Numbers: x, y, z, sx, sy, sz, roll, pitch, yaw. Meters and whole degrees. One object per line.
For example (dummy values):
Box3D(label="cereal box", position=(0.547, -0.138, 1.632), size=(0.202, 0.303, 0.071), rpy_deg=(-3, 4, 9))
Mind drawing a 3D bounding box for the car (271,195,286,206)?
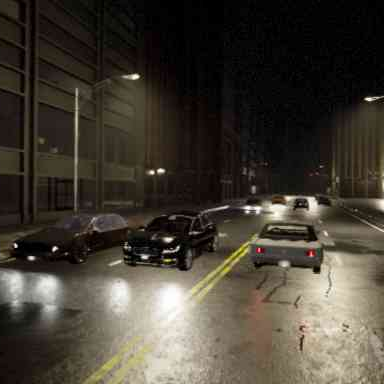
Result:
Box3D(label="car", position=(13.366, 1.279, 51.230), size=(1.882, 1.535, 5.008), rpy_deg=(1, 1, 19))

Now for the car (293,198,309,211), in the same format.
Box3D(label="car", position=(13.204, 1.441, 40.222), size=(2.033, 1.411, 5.357), rpy_deg=(1, 0, 19))

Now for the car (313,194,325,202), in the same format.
Box3D(label="car", position=(27.293, 1.258, 71.694), size=(2.128, 1.511, 4.902), rpy_deg=(1, 1, 19))

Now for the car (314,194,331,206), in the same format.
Box3D(label="car", position=(20.890, 1.432, 52.714), size=(1.994, 1.385, 4.181), rpy_deg=(1, 1, 19))

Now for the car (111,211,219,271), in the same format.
Box3D(label="car", position=(-0.449, 1.444, 10.942), size=(1.837, 1.490, 4.892), rpy_deg=(1, 0, 19))

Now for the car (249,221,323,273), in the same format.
Box3D(label="car", position=(3.142, 1.583, 10.784), size=(1.895, 1.301, 4.718), rpy_deg=(1, 0, 19))

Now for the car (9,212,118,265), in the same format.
Box3D(label="car", position=(-3.609, 1.445, 11.746), size=(2.033, 1.411, 5.357), rpy_deg=(1, 0, 19))

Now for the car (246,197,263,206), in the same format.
Box3D(label="car", position=(9.319, 1.375, 49.489), size=(1.895, 1.301, 4.718), rpy_deg=(1, 1, 19))
